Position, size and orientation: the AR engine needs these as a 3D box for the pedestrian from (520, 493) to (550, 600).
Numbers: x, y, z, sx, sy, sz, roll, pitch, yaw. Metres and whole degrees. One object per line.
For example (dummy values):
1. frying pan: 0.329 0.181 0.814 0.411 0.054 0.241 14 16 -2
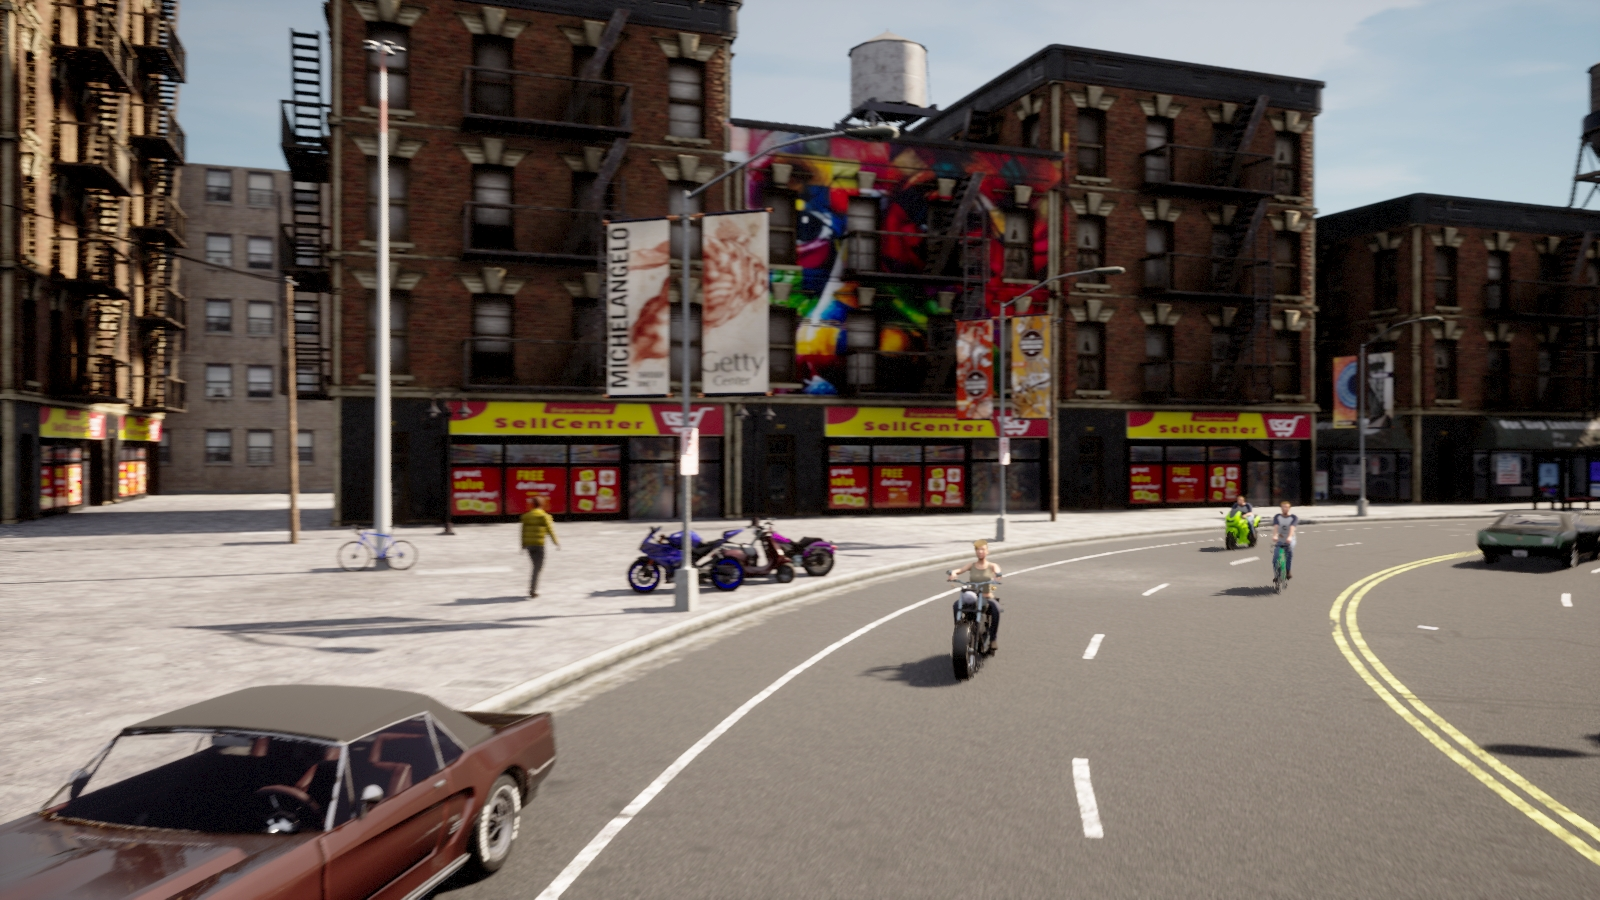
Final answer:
1. pedestrian: -4.664 1.691 20.125 0.375 1.860 0.375 0 0 12

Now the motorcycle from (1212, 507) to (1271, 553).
1. motorcycle: 12.479 2.228 32.260 0.803 1.145 2.033 1 1 44

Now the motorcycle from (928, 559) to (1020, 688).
1. motorcycle: 2.285 2.173 14.728 0.764 1.277 2.356 0 0 19

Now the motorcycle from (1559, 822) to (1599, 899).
1. motorcycle: 3.638 2.217 3.994 0.803 1.145 2.033 0 0 7

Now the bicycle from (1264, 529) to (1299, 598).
1. bicycle: 9.526 2.218 22.573 0.373 1.196 1.643 2 1 31

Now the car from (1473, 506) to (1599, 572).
1. car: 18.742 2.178 28.803 4.718 1.301 1.895 0 0 -44
